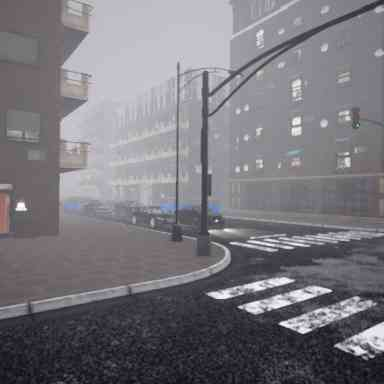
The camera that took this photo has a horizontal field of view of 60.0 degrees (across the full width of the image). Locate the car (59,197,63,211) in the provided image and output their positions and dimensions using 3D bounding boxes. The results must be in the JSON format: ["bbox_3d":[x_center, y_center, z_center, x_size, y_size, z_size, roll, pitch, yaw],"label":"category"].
[{"bbox_3d":[-15.202,1.575,39.980,2.008,1.369,4.403,1,-1,-35],"label":"car"}]

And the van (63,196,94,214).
[{"bbox_3d":[-12.017,1.356,35.381,1.690,1.788,3.998,1,-1,-35],"label":"van"}]

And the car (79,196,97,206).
[{"bbox_3d":[-18.270,1.588,58.266,1.967,1.590,4.097,1,-1,-35],"label":"car"}]

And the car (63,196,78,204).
[{"bbox_3d":[-24.636,1.605,67.467,1.967,1.590,4.097,1,-1,-35],"label":"car"}]

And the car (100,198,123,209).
[{"bbox_3d":[-11.905,1.674,49.064,1.887,1.381,4.507,1,-1,-35],"label":"car"}]

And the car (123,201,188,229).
[{"bbox_3d":[-2.470,1.535,21.579,2.008,1.369,4.403,1,-1,-35],"label":"car"}]

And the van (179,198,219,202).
[{"bbox_3d":[0.829,1.431,30.664,1.690,1.788,3.998,1,-1,-35],"label":"van"}]

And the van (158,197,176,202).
[{"bbox_3d":[-2.354,1.441,35.264,1.690,1.788,3.998,1,-1,-35],"label":"van"}]

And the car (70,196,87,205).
[{"bbox_3d":[-21.453,1.596,62.866,1.967,1.590,4.097,1,-1,-35],"label":"car"}]

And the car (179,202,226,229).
[{"bbox_3d":[0.359,1.575,21.823,1.994,1.385,4.181,1,-1,-35],"label":"car"}]

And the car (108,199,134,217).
[{"bbox_3d":[-5.546,1.522,30.359,2.128,1.511,4.902,1,-1,-35],"label":"car"}]

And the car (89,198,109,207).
[{"bbox_3d":[-15.088,1.721,53.664,1.802,1.307,4.206,1,-1,-35],"label":"car"}]

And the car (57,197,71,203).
[{"bbox_3d":[-27.820,1.718,72.067,1.887,1.381,4.507,1,-1,-35],"label":"car"}]

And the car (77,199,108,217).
[{"bbox_3d":[-8.836,1.586,30.779,1.802,1.307,4.206,1,-1,-35],"label":"car"}]
